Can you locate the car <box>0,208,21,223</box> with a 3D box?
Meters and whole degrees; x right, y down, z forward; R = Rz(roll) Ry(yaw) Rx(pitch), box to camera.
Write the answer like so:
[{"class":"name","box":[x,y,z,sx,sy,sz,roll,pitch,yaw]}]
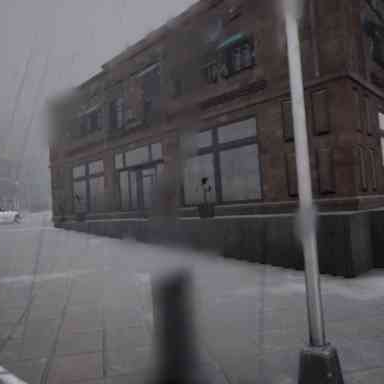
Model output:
[{"class":"car","box":[-16.475,2.027,27.905,1.812,1.442,4.674,-4,0,7]}]
